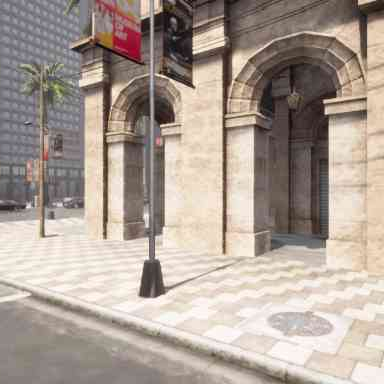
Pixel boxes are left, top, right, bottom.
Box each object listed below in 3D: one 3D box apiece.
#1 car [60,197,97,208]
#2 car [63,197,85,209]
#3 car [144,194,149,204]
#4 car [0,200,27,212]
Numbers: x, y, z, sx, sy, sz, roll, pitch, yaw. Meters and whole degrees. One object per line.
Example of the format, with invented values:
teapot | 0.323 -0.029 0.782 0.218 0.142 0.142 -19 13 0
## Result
car | -16.554 1.513 48.755 2.161 1.482 4.786 0 0 35
car | -15.104 1.505 45.472 1.837 1.490 4.892 0 0 36
car | -6.618 1.222 57.268 2.150 2.045 5.566 0 0 35
car | -21.159 1.601 37.037 1.895 1.301 4.718 0 0 36
